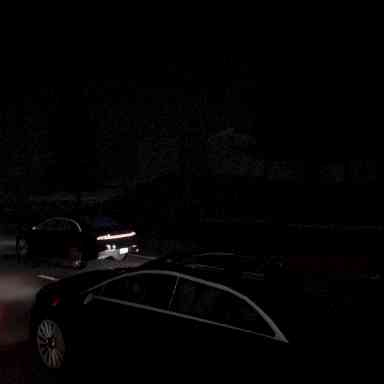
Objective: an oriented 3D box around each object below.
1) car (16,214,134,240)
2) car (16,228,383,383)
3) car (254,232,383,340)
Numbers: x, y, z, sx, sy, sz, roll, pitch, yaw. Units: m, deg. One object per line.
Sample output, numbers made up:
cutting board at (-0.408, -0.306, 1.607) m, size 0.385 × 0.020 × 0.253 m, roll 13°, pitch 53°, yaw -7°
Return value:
car at (-3.941, 1.478, 11.016) m, size 4.902 × 1.511 × 2.128 m, roll 0°, pitch 0°, yaw 36°
car at (-0.039, 1.490, 4.016) m, size 4.902 × 1.511 × 2.128 m, roll 0°, pitch 0°, yaw 35°
car at (3.638, 1.601, 5.696) m, size 4.718 × 1.301 × 1.895 m, roll 0°, pitch 0°, yaw 36°
